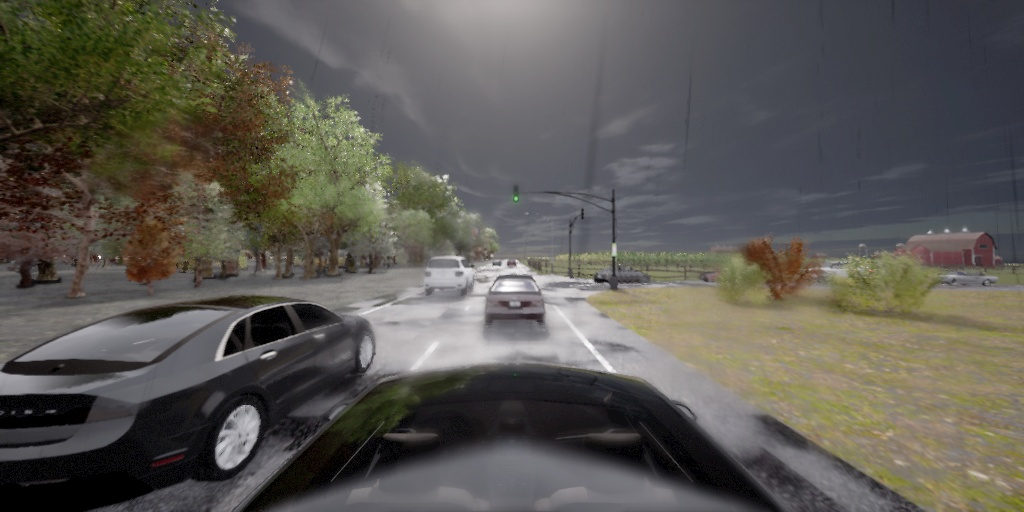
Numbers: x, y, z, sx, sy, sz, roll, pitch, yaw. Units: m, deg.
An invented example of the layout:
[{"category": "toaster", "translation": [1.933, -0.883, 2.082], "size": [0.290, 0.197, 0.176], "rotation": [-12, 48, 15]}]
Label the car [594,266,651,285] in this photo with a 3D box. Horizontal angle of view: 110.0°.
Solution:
[{"category": "car", "translation": [8.295, 1.474, 26.862], "size": [4.181, 1.385, 1.994], "rotation": [1, -2, -20]}]

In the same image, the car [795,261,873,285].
[{"category": "car", "translation": [28.278, 1.454, 31.566], "size": [5.566, 2.045, 2.150], "rotation": [1, -1, 0]}]

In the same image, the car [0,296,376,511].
[{"category": "car", "translation": [-3.400, 1.267, 4.672], "size": [1.837, 1.490, 4.892], "rotation": [0, 0, 0]}]

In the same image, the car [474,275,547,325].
[{"category": "car", "translation": [0.095, 1.341, 12.046], "size": [2.033, 1.411, 5.357], "rotation": [0, 0, 0]}]

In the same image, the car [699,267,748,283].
[{"category": "car", "translation": [18.827, 1.692, 31.600], "size": [4.181, 1.385, 1.994], "rotation": [1, -1, 0]}]

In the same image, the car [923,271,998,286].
[{"category": "car", "translation": [39.216, 1.951, 31.505], "size": [4.718, 1.301, 1.895], "rotation": [1, -1, 0]}]

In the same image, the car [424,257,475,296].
[{"category": "car", "translation": [-3.408, 1.051, 20.322], "size": [2.150, 2.045, 5.566], "rotation": [0, 0, 0]}]
